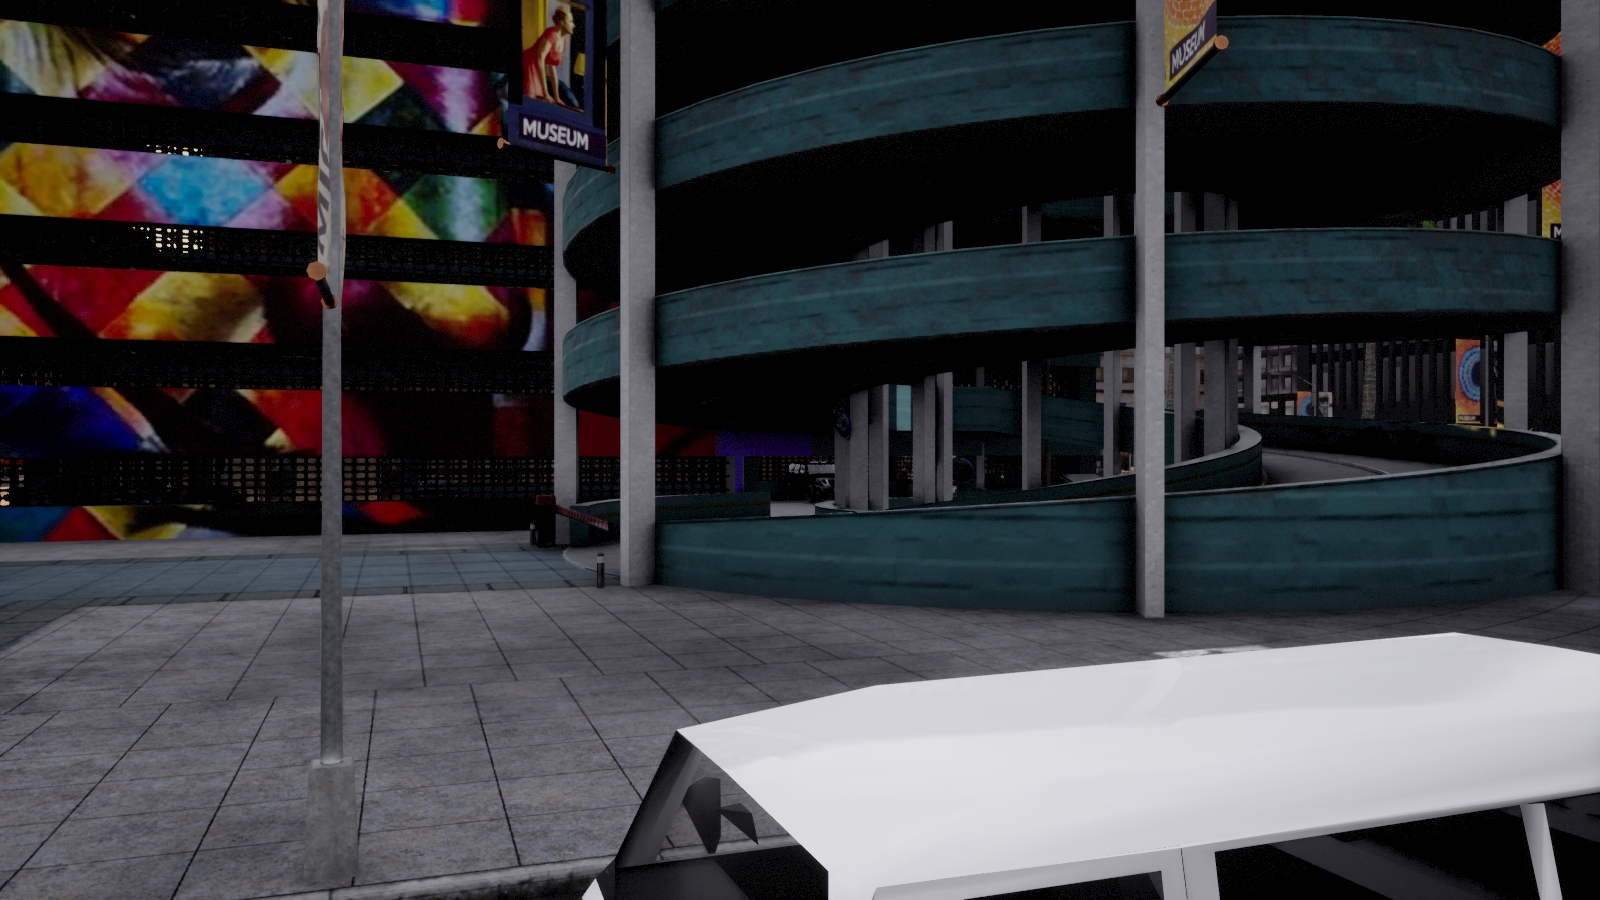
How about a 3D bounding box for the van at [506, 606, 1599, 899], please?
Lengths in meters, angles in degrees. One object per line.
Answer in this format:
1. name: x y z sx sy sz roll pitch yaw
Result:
1. van: 1.425 1.783 3.850 4.480 2.038 2.069 0 0 -21
